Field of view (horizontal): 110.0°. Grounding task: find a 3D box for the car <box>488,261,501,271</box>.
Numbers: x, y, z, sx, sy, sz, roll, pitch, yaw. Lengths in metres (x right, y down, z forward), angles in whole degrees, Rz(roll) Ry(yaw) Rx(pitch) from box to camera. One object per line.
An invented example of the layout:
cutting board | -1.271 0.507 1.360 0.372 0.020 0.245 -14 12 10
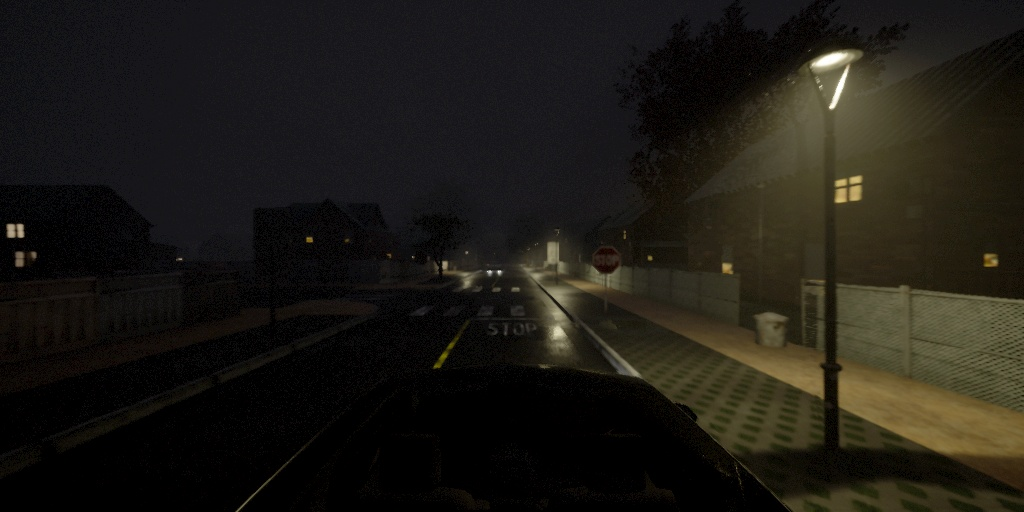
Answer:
car | -2.683 1.575 55.938 1.812 1.442 4.674 0 0 0
